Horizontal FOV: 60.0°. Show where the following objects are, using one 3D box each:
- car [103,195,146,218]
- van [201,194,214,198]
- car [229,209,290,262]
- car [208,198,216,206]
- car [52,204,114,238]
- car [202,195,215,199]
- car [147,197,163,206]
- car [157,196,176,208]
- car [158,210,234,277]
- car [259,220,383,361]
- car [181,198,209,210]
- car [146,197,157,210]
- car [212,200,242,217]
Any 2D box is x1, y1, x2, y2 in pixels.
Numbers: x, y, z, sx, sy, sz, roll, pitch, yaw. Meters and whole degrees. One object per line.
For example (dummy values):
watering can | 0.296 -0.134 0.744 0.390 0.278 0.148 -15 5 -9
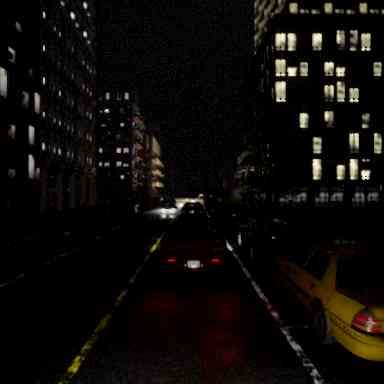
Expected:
car | -5.689 1.222 28.714 2.192 1.841 5.009 0 0 0
van | 2.654 1.188 51.446 1.690 1.788 3.998 0 0 0
car | 2.661 1.511 11.623 2.008 1.369 4.403 0 0 0
car | 2.657 1.473 28.690 1.947 1.339 4.313 0 0 0
car | -5.688 1.507 17.337 1.947 1.339 4.313 0 0 0
car | 2.654 1.443 45.758 1.802 1.307 4.206 0 0 0
car | -5.694 1.413 51.471 1.947 1.339 4.313 0 0 0
car | -3.096 1.356 44.305 2.128 1.511 4.902 0 0 0
car | 0.056 1.491 10.020 1.812 1.442 4.674 0 0 0
car | 2.667 1.504 6.104 1.752 1.417 4.829 0 0 0
car | 0.063 1.462 26.252 2.033 1.411 5.357 0 0 0
car | -5.692 1.420 40.094 1.887 1.381 4.507 0 0 0
car | 2.658 1.490 23.001 1.947 1.339 4.313 0 0 0
